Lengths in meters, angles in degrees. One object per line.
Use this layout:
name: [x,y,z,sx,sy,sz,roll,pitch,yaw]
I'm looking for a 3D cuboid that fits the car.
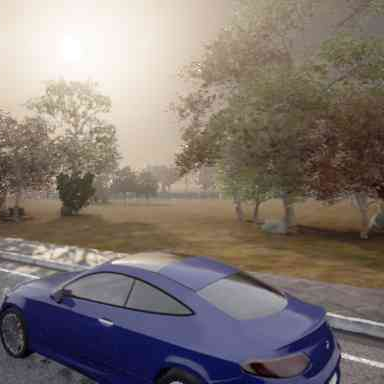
car: [-0.621,1.521,4.318,4.674,1.442,1.812,0,0,35]
